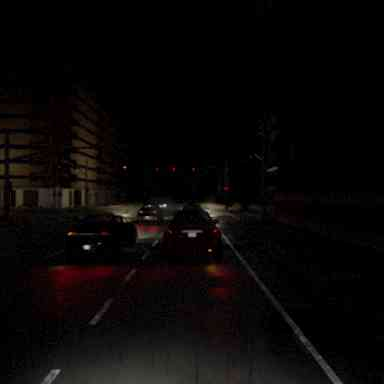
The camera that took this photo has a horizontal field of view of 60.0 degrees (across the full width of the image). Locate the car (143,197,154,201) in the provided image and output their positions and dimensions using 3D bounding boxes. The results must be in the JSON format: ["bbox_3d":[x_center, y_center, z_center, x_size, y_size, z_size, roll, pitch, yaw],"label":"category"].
[{"bbox_3d":[-10.575,2.116,80.745,2.150,2.045,5.566,0,-1,1],"label":"car"}]

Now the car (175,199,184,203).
[{"bbox_3d":[-3.490,2.496,87.304,2.033,1.411,5.357,0,-1,1],"label":"car"}]

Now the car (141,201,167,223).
[{"bbox_3d":[-3.488,1.819,28.472,2.128,1.511,4.902,0,-1,0],"label":"car"}]

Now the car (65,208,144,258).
[{"bbox_3d":[-3.476,1.643,13.465,2.128,1.511,4.902,0,0,0],"label":"car"}]

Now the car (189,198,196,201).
[{"bbox_3d":[0.015,2.490,87.698,2.128,1.511,4.902,0,-1,1],"label":"car"}]

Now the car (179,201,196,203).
[{"bbox_3d":[0.014,1.815,29.227,1.882,1.535,5.008,0,-1,0],"label":"car"}]

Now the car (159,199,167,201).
[{"bbox_3d":[-7.075,2.416,80.726,2.128,1.511,4.902,0,-1,1],"label":"car"}]

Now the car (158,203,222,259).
[{"bbox_3d":[0.024,1.500,13.386,2.097,1.767,4.553,0,-1,0],"label":"car"}]
